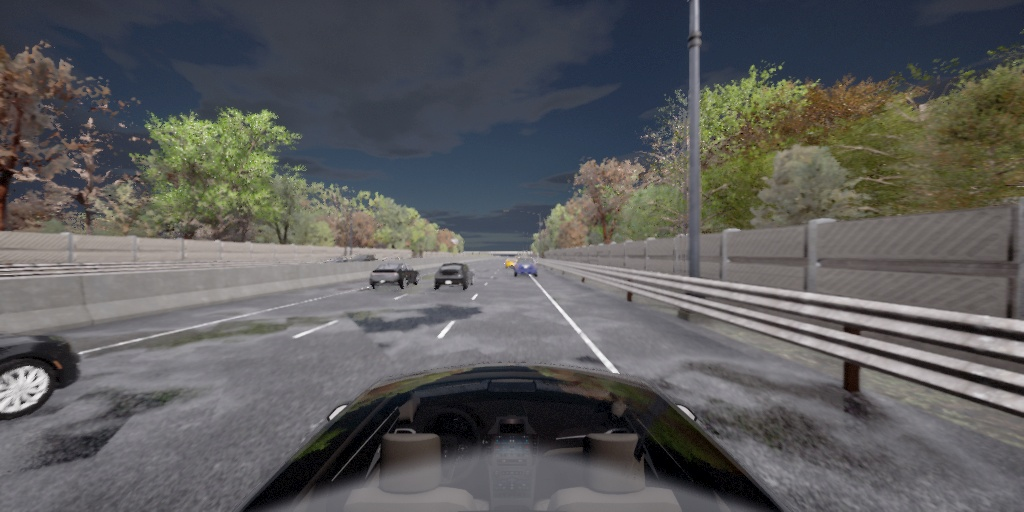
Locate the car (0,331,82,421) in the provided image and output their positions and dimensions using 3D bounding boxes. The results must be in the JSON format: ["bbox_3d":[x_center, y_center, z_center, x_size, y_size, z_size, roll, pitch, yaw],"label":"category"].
[{"bbox_3d":[-6.899,1.249,2.899,1.837,1.490,4.892,0,0,0],"label":"car"}]

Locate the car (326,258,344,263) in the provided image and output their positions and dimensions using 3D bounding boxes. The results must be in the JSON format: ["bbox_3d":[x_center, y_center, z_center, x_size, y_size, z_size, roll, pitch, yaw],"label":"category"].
[{"bbox_3d":[-24.550,1.043,50.714,2.128,1.511,4.902,0,0,1],"label":"car"}]

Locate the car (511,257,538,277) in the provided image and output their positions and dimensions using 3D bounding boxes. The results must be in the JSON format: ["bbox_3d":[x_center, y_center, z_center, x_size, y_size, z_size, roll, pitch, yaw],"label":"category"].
[{"bbox_3d":[1.221,0.964,33.314,2.097,1.767,4.553,0,0,0],"label":"car"}]

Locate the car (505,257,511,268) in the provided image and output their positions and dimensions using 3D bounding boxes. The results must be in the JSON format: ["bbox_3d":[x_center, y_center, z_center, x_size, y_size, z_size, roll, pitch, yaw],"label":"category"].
[{"bbox_3d":[0.013,1.020,54.296,1.882,1.535,5.008,0,0,0],"label":"car"}]

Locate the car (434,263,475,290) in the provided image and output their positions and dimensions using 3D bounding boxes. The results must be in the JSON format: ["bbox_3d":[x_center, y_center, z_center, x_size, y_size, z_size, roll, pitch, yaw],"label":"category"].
[{"bbox_3d":[-3.402,1.160,21.654,1.837,1.490,4.892,0,0,0],"label":"car"}]

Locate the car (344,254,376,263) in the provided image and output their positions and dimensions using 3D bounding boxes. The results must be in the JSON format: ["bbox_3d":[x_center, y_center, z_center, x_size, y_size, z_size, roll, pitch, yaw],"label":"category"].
[{"bbox_3d":[-21.050,0.773,50.643,2.150,2.045,5.566,0,0,1],"label":"car"}]

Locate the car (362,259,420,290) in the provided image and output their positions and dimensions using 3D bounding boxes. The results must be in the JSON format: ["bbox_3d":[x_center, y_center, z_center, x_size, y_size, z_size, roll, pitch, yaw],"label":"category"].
[{"bbox_3d":[-6.901,1.147,21.525,2.128,1.511,4.902,0,0,0],"label":"car"}]
